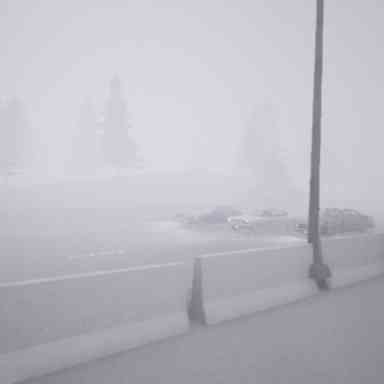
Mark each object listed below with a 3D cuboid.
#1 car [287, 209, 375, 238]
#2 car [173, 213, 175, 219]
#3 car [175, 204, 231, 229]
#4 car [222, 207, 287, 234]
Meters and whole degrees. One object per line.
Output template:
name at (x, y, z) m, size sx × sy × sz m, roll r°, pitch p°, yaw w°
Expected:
car at (7.877, 1.621, 18.105) m, size 5.357 × 1.411 × 2.033 m, roll 0°, pitch 0°, yaw -35°
car at (1.183, 1.621, 26.236) m, size 5.357 × 1.411 × 2.033 m, roll 0°, pitch 0°, yaw -35°
car at (1.522, 1.595, 22.208) m, size 4.674 × 1.442 × 1.812 m, roll 0°, pitch 0°, yaw -35°
car at (4.340, 1.673, 19.905) m, size 4.718 × 1.301 × 1.895 m, roll 0°, pitch 0°, yaw -35°
